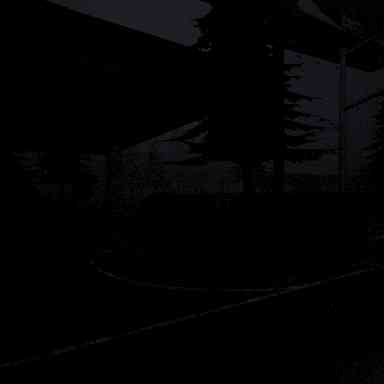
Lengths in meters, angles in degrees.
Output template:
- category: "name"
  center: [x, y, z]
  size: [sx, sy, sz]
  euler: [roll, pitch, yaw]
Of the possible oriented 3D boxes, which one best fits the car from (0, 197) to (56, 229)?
- category: "car"
  center: [-11.854, 1.313, 23.546]
  size: [3.866, 1.878, 1.905]
  euler: [0, 0, -36]
